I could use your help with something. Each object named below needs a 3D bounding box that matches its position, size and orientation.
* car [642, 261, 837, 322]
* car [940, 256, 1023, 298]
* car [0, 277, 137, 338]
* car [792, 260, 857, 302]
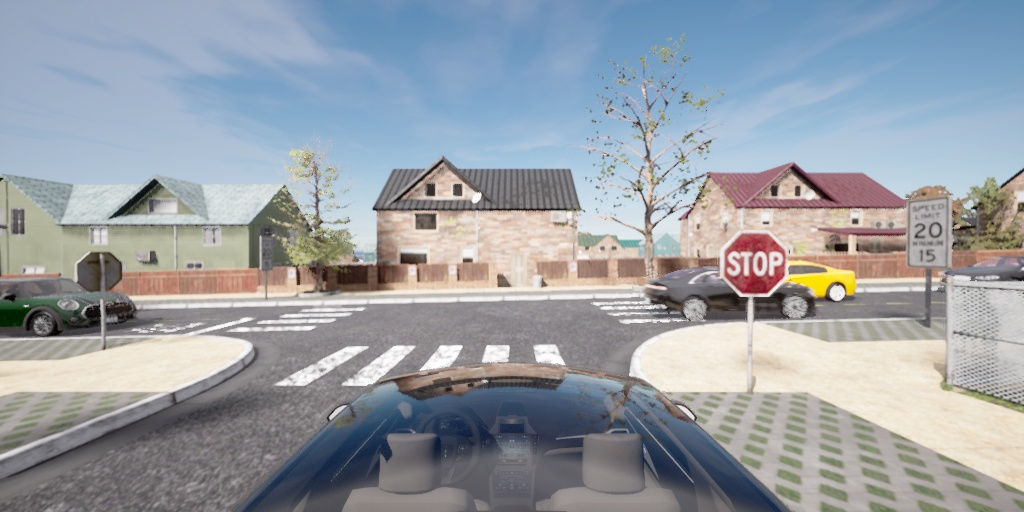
[{"bbox_3d":[6.619,1.095,11.147,4.902,1.511,2.128,-1,1,0],"label":"car"},{"bbox_3d":[19.901,0.749,14.066,4.902,1.511,2.128,-1,1,0],"label":"car"},{"bbox_3d":[-14.731,1.459,11.192,4.553,1.767,2.097,-2,1,0],"label":"car"},{"bbox_3d":[10.472,0.957,14.051,5.008,1.535,1.882,-1,1,-1],"label":"car"}]
